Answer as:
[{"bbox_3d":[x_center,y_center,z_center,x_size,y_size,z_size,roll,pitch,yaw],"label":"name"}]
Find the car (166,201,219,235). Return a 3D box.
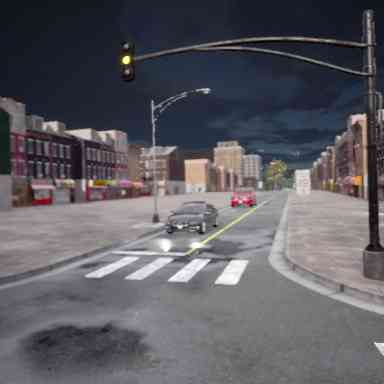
[{"bbox_3d":[0.143,1.283,17.557,1.837,1.490,4.892,-2,1,17],"label":"car"}]

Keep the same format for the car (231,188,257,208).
[{"bbox_3d":[5.600,0.569,35.543,2.150,2.045,5.566,-2,1,17],"label":"car"}]
